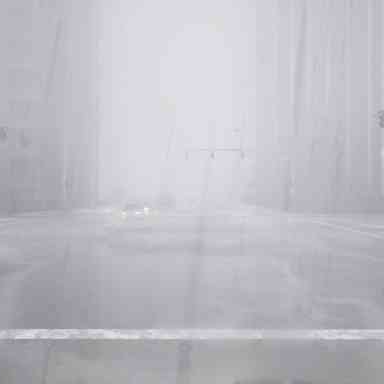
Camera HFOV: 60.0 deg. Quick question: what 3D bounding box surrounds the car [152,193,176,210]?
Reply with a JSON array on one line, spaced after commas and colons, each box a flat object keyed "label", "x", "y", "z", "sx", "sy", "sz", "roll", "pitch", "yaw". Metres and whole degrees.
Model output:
[{"label": "car", "x": -3.655, "y": 1.221, "z": 44.304, "sx": 2.150, "sy": 2.045, "sz": 5.566, "roll": 0, "pitch": 0, "yaw": 0}]

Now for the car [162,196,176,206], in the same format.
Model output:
[{"label": "car", "x": -3.649, "y": 1.478, "z": 54.300, "sx": 1.882, "sy": 1.535, "sz": 5.008, "roll": 0, "pitch": 0, "yaw": 0}]

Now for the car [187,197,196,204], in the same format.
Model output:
[{"label": "car", "x": -0.083, "y": 1.601, "z": 65.498, "sx": 1.895, "sy": 1.301, "sz": 4.718, "roll": 0, "pitch": 0, "yaw": 0}]

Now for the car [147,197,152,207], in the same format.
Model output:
[{"label": "car", "x": -7.152, "y": 1.491, "z": 50.696, "sx": 2.128, "sy": 1.511, "sz": 4.902, "roll": 0, "pitch": 0, "yaw": 0}]

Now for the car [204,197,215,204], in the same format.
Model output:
[{"label": "car", "x": 3.417, "y": 1.601, "z": 64.963, "sx": 1.895, "sy": 1.301, "sz": 4.718, "roll": 0, "pitch": 0, "yaw": 0}]

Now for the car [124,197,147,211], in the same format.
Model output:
[{"label": "car", "x": -7.151, "y": 1.478, "z": 41.209, "sx": 1.882, "sy": 1.535, "sz": 5.008, "roll": 0, "pitch": 0, "yaw": 0}]
